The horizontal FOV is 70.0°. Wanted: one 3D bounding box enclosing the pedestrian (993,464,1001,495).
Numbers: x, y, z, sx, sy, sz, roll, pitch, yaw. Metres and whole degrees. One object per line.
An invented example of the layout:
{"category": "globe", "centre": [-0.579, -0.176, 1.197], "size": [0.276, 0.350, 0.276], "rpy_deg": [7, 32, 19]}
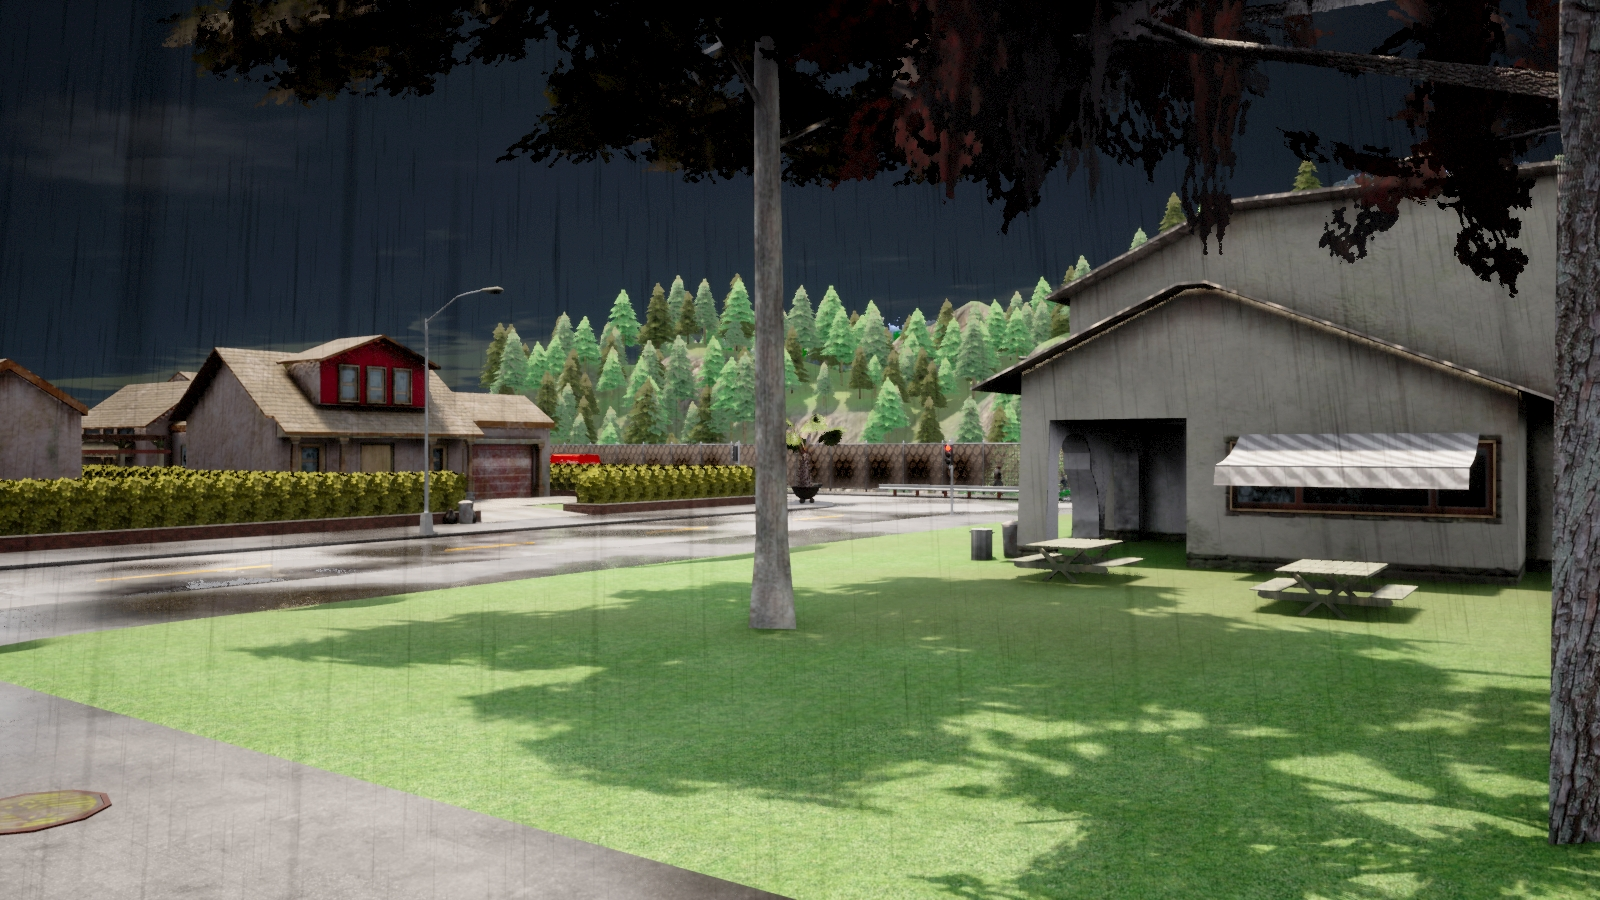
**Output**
{"category": "pedestrian", "centre": [11.647, 1.745, 67.555], "size": [0.375, 1.860, 0.375], "rpy_deg": [0, 0, 34]}
